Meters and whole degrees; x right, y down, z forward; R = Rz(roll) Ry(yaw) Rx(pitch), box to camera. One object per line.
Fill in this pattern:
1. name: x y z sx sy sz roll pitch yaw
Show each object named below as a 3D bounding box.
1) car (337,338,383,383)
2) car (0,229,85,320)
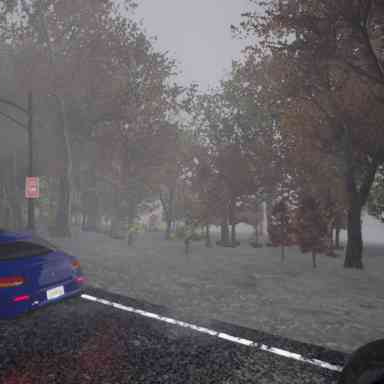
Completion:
1. car: 3.207 1.471 1.458 4.892 1.490 1.837 -2 1 34
2. car: -4.095 1.492 6.567 4.674 1.442 1.812 -2 2 34
